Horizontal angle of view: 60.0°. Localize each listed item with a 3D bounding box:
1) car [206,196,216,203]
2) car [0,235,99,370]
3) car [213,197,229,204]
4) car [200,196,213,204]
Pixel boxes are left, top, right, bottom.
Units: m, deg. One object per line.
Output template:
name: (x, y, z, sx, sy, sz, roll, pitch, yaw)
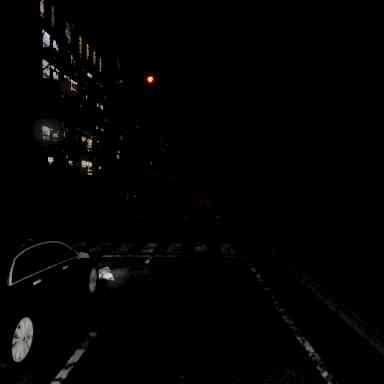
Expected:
car: (4.613, 1.802, 79.107, 1.837, 1.490, 4.892, 0, 0, 11)
car: (-3.047, 1.507, 5.679, 1.837, 1.490, 4.892, 0, 0, 1)
car: (5.995, 1.734, 67.788, 1.837, 1.490, 4.892, 0, 0, 10)
car: (2.831, 1.584, 68.528, 2.097, 1.767, 4.553, 0, 0, 9)
